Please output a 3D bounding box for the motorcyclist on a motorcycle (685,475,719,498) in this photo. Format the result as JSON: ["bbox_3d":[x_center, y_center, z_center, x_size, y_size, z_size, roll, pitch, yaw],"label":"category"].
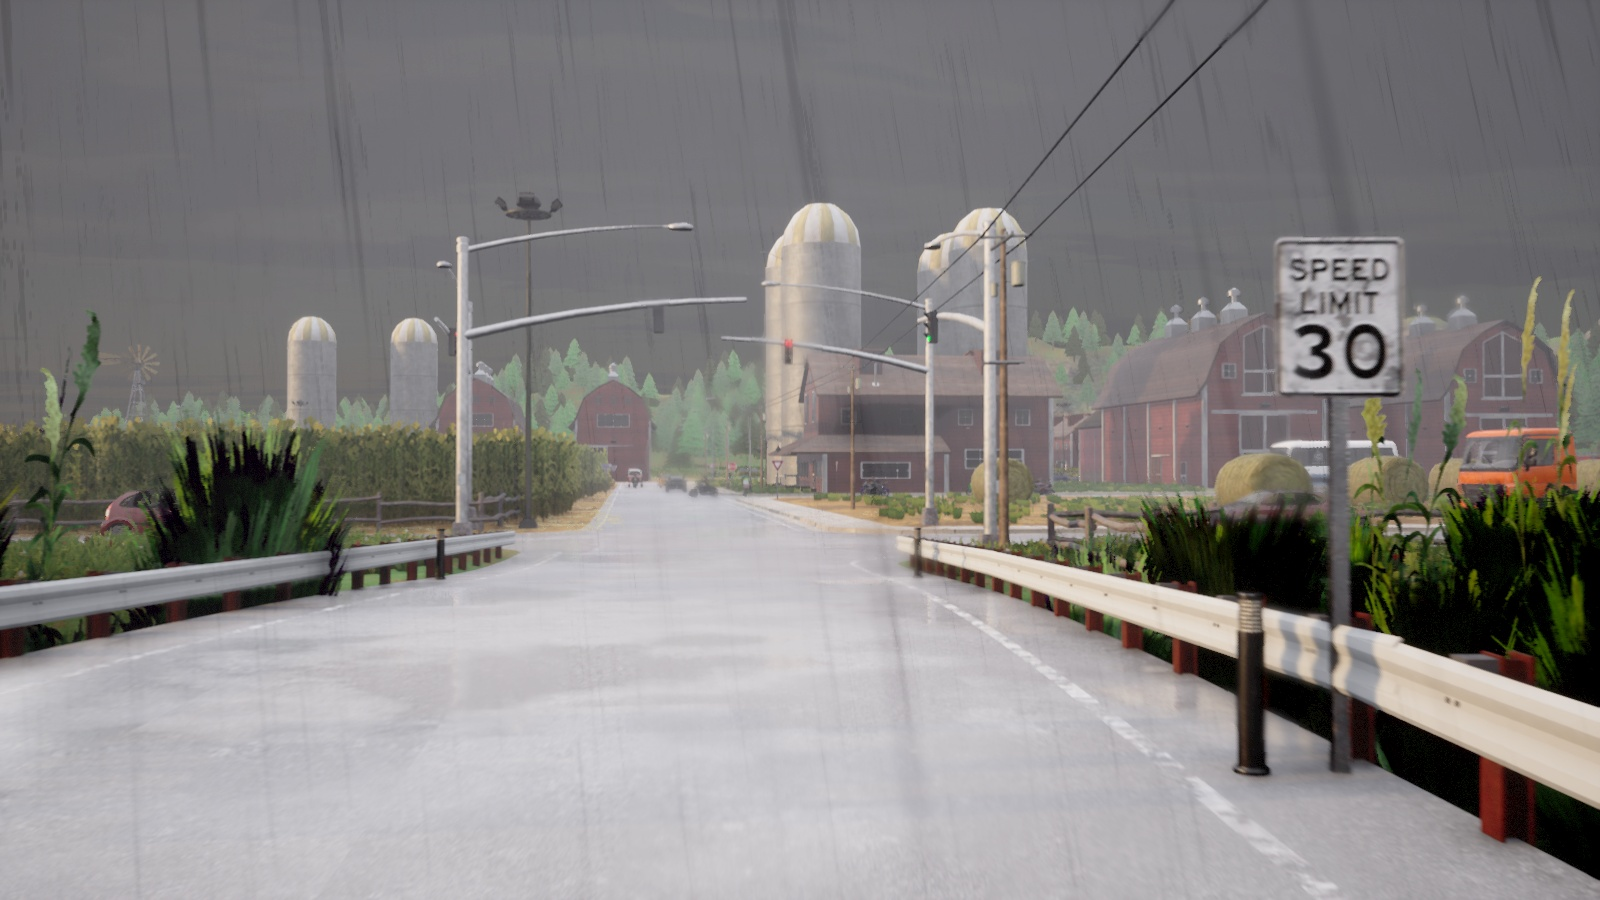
[{"bbox_3d":[-7.107,2.647,91.365,2.350,1.649,0.766,0,0,-30],"label":"motorcyclist on a motorcycle"}]

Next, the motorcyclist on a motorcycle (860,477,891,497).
[{"bbox_3d":[5.637,2.771,94.400,2.191,1.530,0.866,0,-1,-9],"label":"motorcyclist on a motorcycle"}]

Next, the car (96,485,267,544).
[{"bbox_3d":[-17.568,1.812,35.844,3.988,1.617,1.851,0,-1,-8],"label":"car"}]

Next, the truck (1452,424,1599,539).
[{"bbox_3d":[25.216,0.989,39.570,7.936,3.462,2.891,0,-1,-5],"label":"truck"}]

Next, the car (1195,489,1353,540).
[{"bbox_3d":[14.546,1.962,38.662,4.193,1.474,1.816,0,-1,-5],"label":"car"}]

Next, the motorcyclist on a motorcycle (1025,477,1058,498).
[{"bbox_3d":[17.815,2.758,92.706,2.191,1.530,0.866,0,-1,-9],"label":"motorcyclist on a motorcycle"}]
